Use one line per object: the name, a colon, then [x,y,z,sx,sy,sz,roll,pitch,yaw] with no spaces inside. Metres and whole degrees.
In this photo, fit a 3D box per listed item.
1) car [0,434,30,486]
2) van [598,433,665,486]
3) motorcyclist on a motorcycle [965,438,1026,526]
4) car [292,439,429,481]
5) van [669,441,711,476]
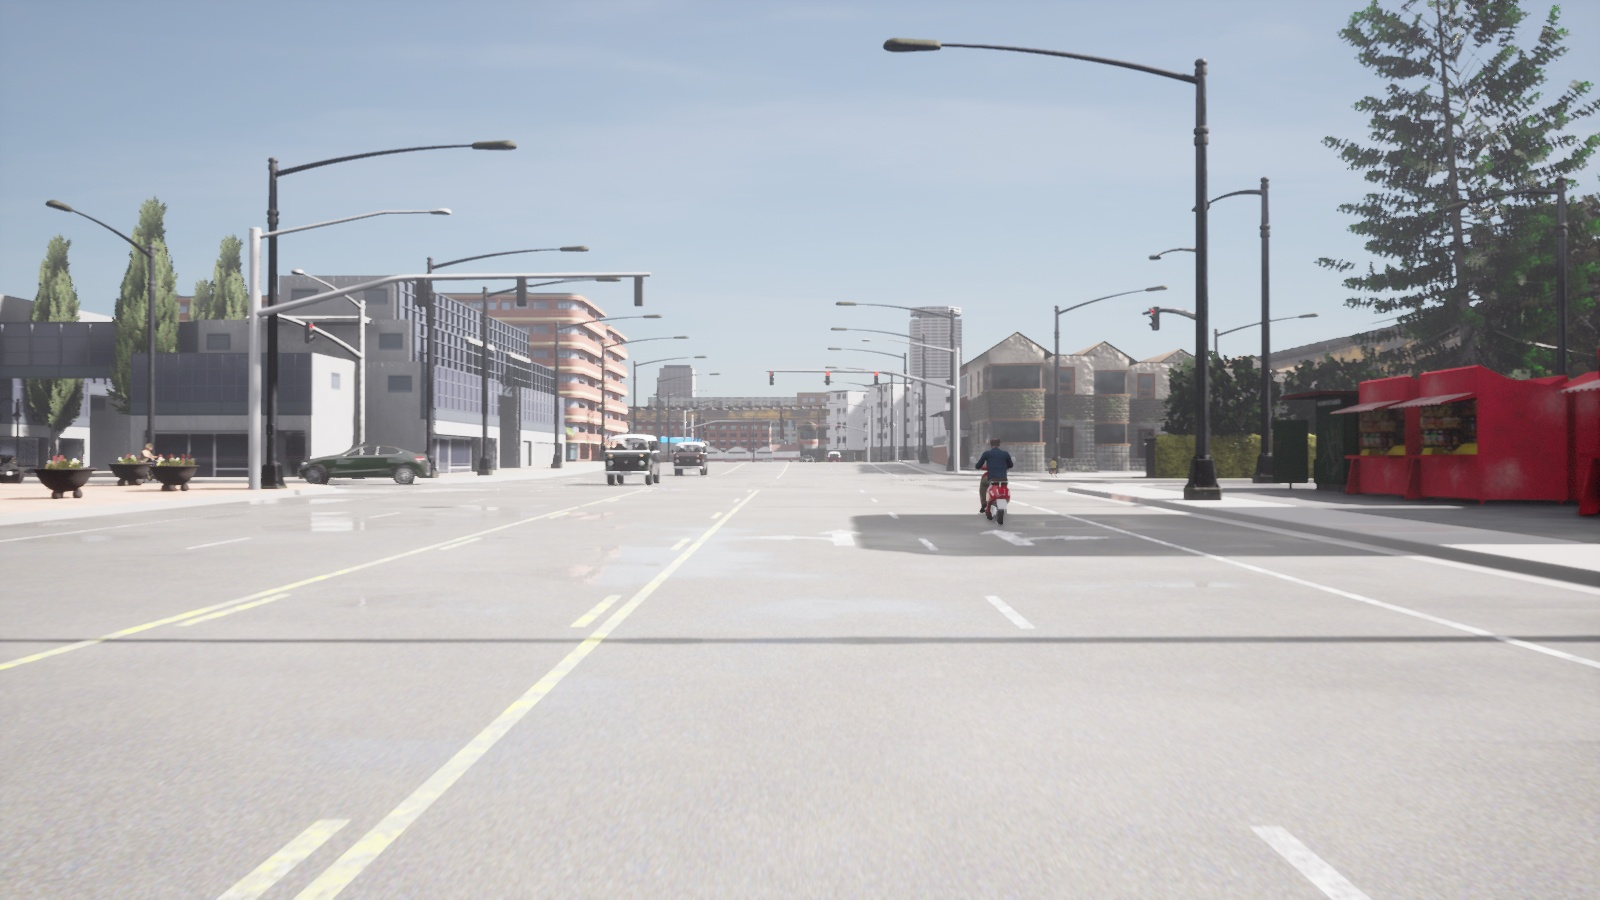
car: [-31.312,0.375,46.961,3.866,1.878,1.905,0,-1,1]
van: [-6.693,0.368,50.371,2.069,2.038,4.480,0,0,0]
motorcyclist on a motorcycle: [3.652,0.574,23.544,0.866,1.590,1.817,0,0,0]
car: [-17.538,0.403,50.350,5.027,1.651,2.152,0,0,-15]
van: [-6.549,0.510,75.193,2.069,2.038,4.480,0,0,0]
